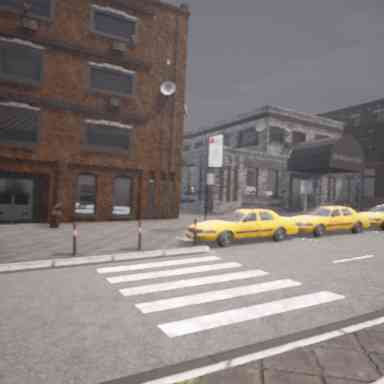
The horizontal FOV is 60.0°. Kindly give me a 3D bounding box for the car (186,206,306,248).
[{"bbox_3d":[2.322,1.437,14.777,5.366,1.575,1.946,0,0,-30],"label":"car"}]

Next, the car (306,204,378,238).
[{"bbox_3d":[7.116,1.424,17.520,5.366,1.575,1.946,0,0,-30],"label":"car"}]

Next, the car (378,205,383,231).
[{"bbox_3d":[11.906,1.413,20.273,5.366,1.575,1.946,0,0,-30],"label":"car"}]
